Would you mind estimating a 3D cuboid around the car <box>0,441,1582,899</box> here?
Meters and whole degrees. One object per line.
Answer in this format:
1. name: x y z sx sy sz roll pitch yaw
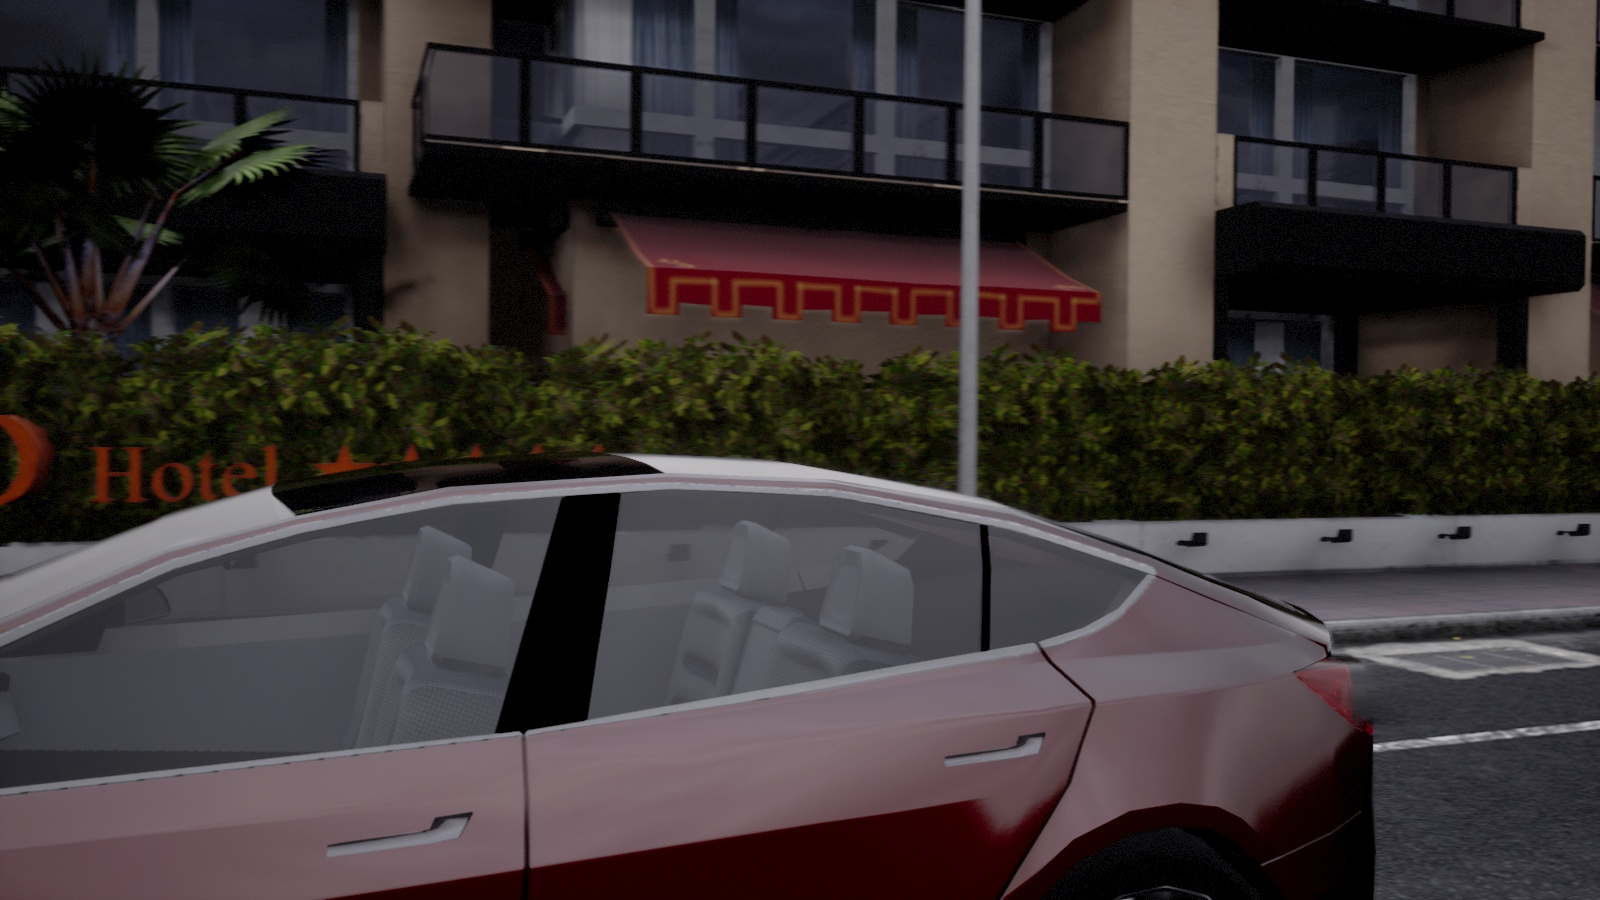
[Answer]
1. car: -0.924 0.761 2.888 4.792 1.488 2.163 -1 1 -21
